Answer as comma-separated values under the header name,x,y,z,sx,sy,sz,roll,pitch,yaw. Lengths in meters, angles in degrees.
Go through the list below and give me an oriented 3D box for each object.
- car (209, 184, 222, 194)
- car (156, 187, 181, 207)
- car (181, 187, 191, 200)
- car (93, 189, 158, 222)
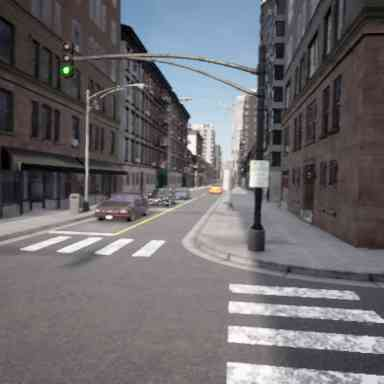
name,x,y,z,sx,sy,sz,roll,pitch,yaw
car,4.228,-0.594,58.378,2.097,1.767,4.553,2,2,7
car,-2.509,0.417,28.651,1.837,1.490,4.892,2,2,7
car,-1.191,0.132,39.066,2.033,1.411,5.357,2,2,6
car,-3.737,0.767,19.016,2.033,1.411,5.357,2,2,7
